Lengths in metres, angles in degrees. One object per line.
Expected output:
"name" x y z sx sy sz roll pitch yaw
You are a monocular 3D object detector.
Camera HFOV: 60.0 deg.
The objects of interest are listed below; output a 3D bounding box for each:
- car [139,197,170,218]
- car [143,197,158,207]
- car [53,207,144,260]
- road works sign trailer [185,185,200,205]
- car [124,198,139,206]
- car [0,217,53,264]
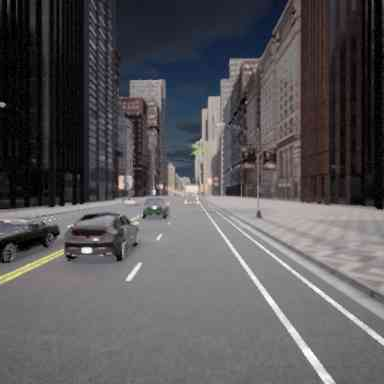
"car" -3.162 1.377 30.251 2.097 1.767 4.553 0 0 0
"car" -6.583 1.535 53.206 1.882 1.535 5.008 0 0 0
"car" -3.156 1.512 12.398 1.837 1.490 4.892 0 0 0
"road works sign trailer" -0.025 0.529 57.702 2.380 3.560 2.880 0 0 0
"car" -9.823 1.660 54.586 1.895 1.301 4.718 0 0 1
"car" -6.605 1.608 12.022 1.895 1.301 4.718 0 0 0
